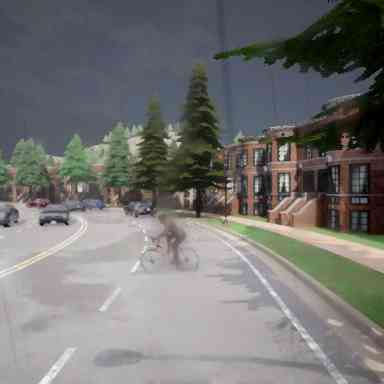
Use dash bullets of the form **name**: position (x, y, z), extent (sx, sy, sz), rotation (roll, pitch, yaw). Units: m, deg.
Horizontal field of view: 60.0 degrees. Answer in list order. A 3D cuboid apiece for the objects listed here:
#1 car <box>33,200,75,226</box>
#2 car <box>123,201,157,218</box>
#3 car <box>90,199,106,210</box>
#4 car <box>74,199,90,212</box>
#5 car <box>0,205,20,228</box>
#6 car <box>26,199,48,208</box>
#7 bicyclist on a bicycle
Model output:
- **car**: position (-9.584, 1.547, 23.540), extent (2.033, 1.411, 5.357), rotation (0, 0, -18)
- **car**: position (-4.849, 1.547, 30.623), extent (2.033, 1.411, 5.357), rotation (0, 0, -26)
- **car**: position (-13.021, 1.546, 42.725), extent (2.033, 1.411, 5.357), rotation (0, 0, -42)
- **car**: position (-13.801, 1.563, 38.150), extent (1.994, 1.385, 4.181), rotation (0, 0, -38)
- **car**: position (-12.813, 1.547, 22.177), extent (2.033, 1.411, 5.357), rotation (0, 0, -18)
- **car**: position (-20.748, 1.600, 45.333), extent (4.718, 1.301, 1.895), rotation (0, 0, 39)
- **bicyclist on a bicycle**: position (-0.640, 1.451, 9.312), extent (1.656, 1.620, 0.582), rotation (-2, 0, 0)
